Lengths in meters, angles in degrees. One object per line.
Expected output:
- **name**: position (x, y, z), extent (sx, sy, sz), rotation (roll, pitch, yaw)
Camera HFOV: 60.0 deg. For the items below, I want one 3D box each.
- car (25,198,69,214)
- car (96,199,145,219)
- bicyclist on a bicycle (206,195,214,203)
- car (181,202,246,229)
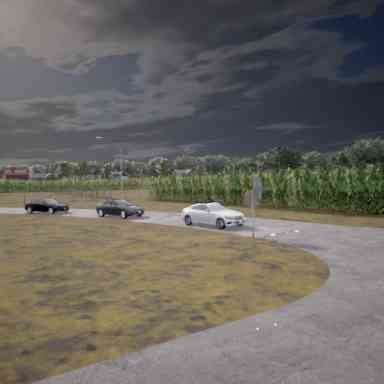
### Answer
- **car**: position (-14.604, 1.351, 33.476), extent (5.008, 1.535, 1.882), rotation (0, 2, 27)
- **car**: position (-6.070, 1.354, 27.940), extent (4.892, 1.490, 1.837), rotation (0, 2, 38)
- **bicyclist on a bicycle**: position (1.576, 1.121, 29.535), extent (0.582, 1.620, 1.656), rotation (1, 1, 43)
- **car**: position (1.229, 1.399, 20.897), extent (1.812, 1.442, 4.674), rotation (-3, 2, -42)
